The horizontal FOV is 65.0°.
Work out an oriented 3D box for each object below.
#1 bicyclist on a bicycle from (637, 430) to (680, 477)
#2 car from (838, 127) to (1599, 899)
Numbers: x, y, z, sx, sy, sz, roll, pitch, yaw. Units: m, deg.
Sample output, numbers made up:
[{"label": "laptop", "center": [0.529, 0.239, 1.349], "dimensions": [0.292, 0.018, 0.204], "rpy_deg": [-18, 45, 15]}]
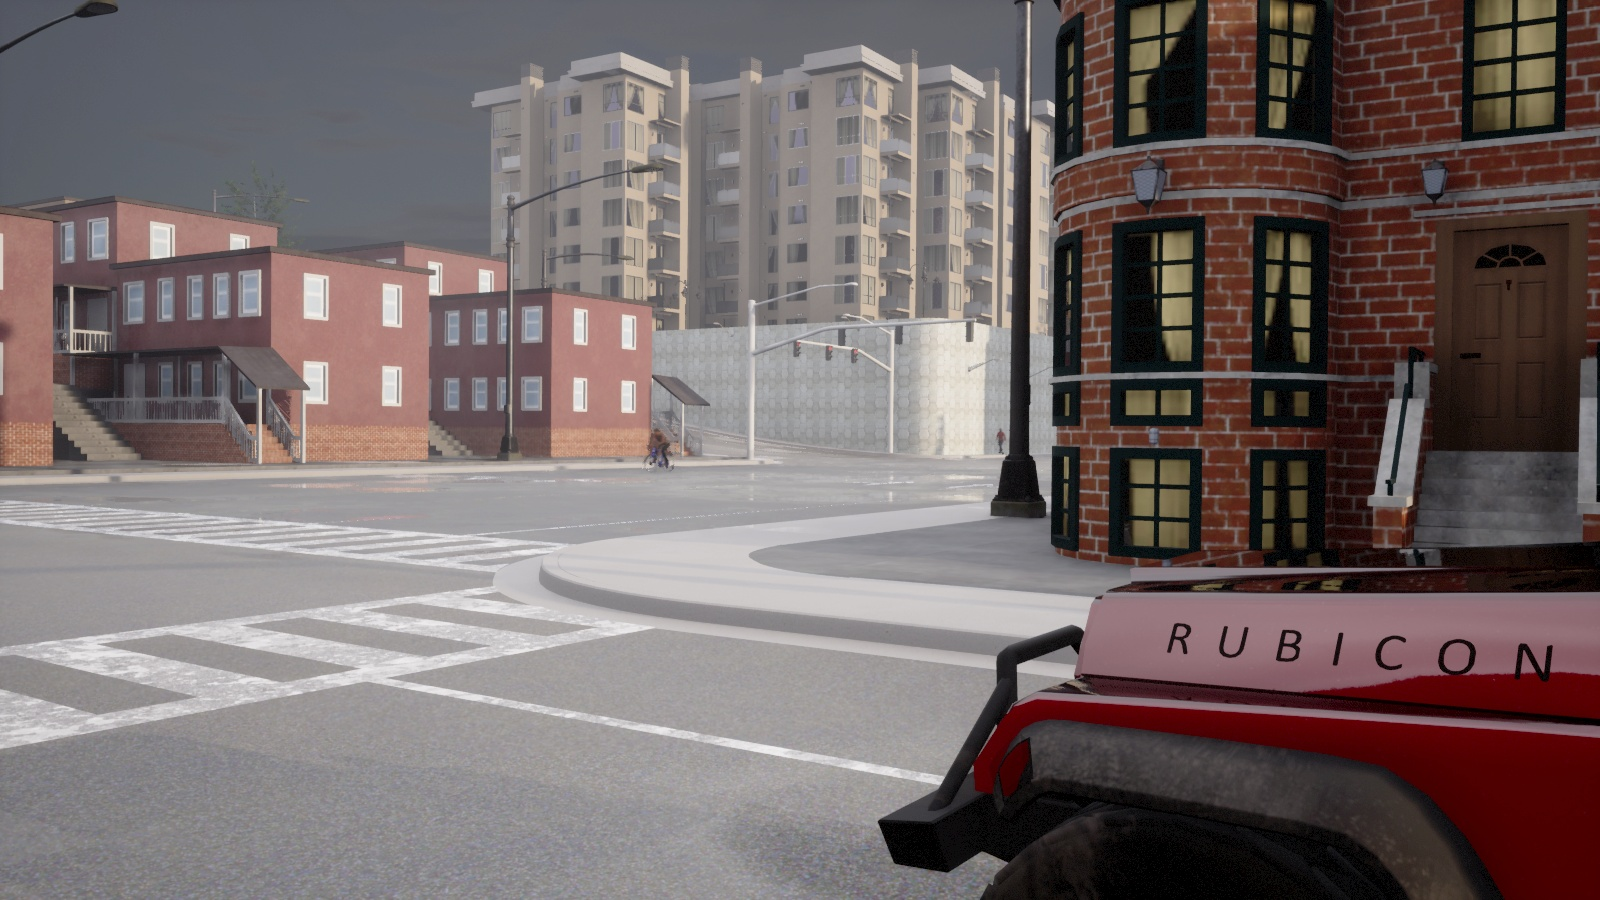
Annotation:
[{"label": "bicyclist on a bicycle", "center": [-5.108, 0.111, 45.349], "dimensions": [0.582, 1.620, 1.656], "rpy_deg": [0, 1, 33]}, {"label": "car", "center": [2.219, 0.478, 2.153], "dimensions": [3.866, 1.878, 1.905], "rpy_deg": [0, 1, 33]}]
